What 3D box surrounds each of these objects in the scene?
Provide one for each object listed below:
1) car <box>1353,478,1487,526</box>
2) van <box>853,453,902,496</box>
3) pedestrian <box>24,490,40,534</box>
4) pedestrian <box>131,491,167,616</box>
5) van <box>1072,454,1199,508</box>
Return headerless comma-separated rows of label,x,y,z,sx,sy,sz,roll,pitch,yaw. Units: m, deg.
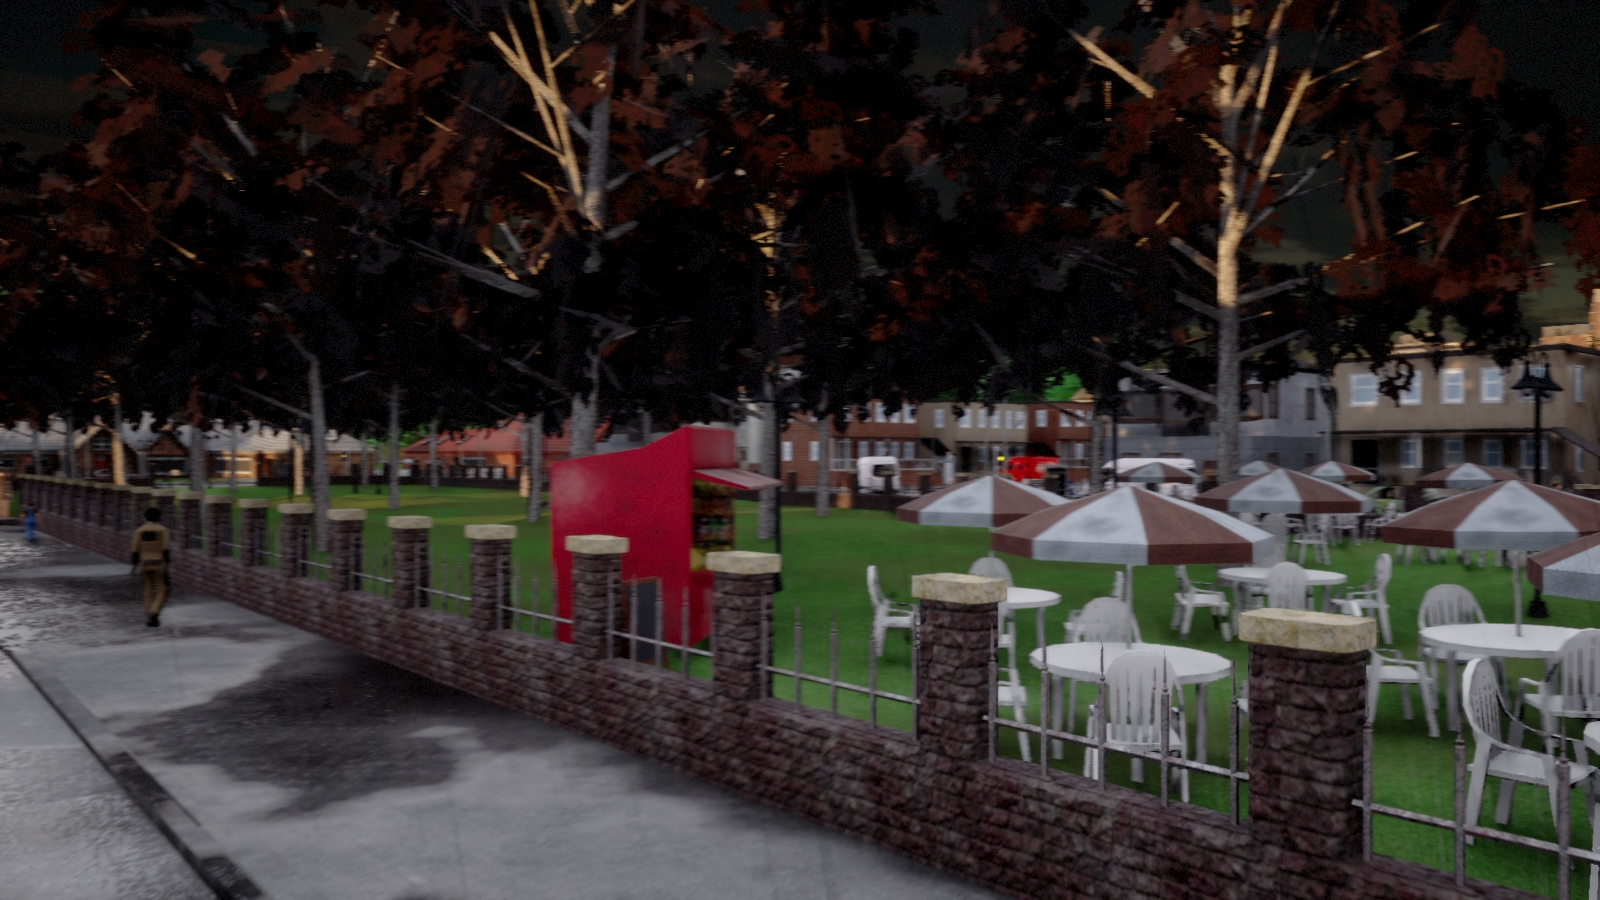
car,23.050,1.904,42.586,1.851,1.617,3.988,0,0,-40
van,4.879,1.494,73.095,1.988,2.561,5.915,-2,0,-7
pedestrian,-23.083,1.869,34.336,0.375,1.300,0.375,0,0,-40
pedestrian,-9.897,1.559,17.372,0.375,1.860,0.375,0,0,-11
van,16.498,1.466,56.446,1.988,2.561,5.915,0,0,-40
